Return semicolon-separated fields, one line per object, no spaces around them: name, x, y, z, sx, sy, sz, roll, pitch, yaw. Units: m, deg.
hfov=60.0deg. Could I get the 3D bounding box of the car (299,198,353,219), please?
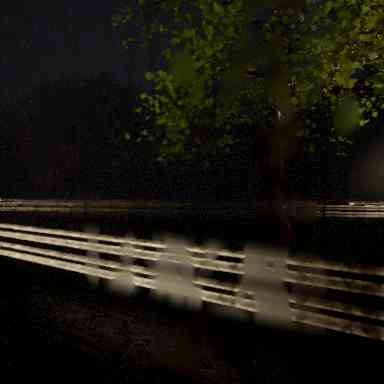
car;11.932;1.423;29.752;4.553;1.767;2.097;0;0;13
